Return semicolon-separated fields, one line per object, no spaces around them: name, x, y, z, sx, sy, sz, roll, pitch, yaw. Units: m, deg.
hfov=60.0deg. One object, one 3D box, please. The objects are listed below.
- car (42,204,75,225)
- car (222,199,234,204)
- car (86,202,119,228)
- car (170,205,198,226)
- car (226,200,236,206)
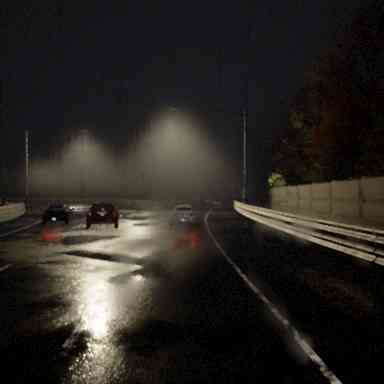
car;-10.396;1.676;25.994;1.837;1.490;4.892;0;0;-14
car;8.852;2.534;83.990;1.994;1.385;4.181;0;-3;13
car;-6.268;1.487;23.616;2.097;1.767;4.553;0;0;-12
car;-0.534;1.627;23.929;1.812;1.442;4.674;0;0;1
car;11.114;3.055;93.732;2.128;1.511;4.902;0;-4;14
